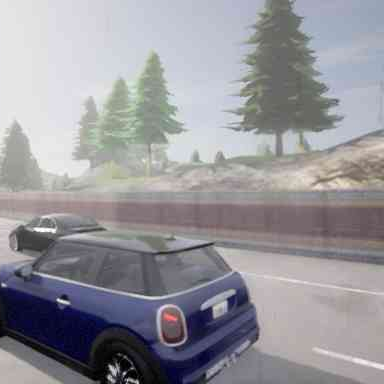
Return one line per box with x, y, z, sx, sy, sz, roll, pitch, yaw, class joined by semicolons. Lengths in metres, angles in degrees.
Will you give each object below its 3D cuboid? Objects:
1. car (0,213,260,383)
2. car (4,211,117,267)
-1.378;1.378;5.092;4.553;1.767;2.097;0;0;37;car
-5.118;1.579;12.536;4.892;1.490;1.837;0;0;40;car
